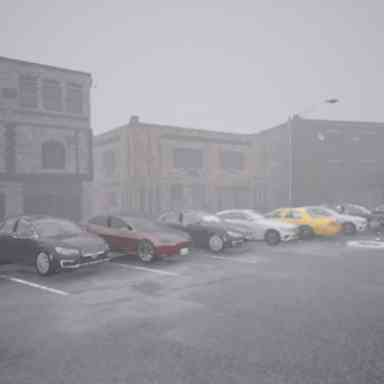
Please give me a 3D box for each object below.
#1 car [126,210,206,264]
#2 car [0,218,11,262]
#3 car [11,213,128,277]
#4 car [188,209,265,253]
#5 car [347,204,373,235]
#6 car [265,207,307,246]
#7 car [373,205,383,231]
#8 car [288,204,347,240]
[{"bbox_3d":[-2.200,1.518,11.990,4.792,1.488,2.163,-1,-1,35],"label":"car"},{"bbox_3d":[-7.027,1.360,8.620,4.553,1.767,2.185,-1,-1,35],"label":"car"},{"bbox_3d":[-4.618,1.487,10.306,4.892,1.521,2.231,-1,-1,35],"label":"car"},{"bbox_3d":[0.160,1.492,13.720,4.892,1.521,2.231,-1,-1,34],"label":"car"},{"bbox_3d":[7.328,1.537,18.824,4.674,1.452,2.002,-1,-1,34],"label":"car"},{"bbox_3d":[2.550,1.533,15.415,4.674,1.452,2.002,-1,-1,35],"label":"car"},{"bbox_3d":[9.713,1.501,20.531,4.892,1.521,2.231,-1,-1,34],"label":"car"},{"bbox_3d":[4.784,1.494,17.217,5.366,1.575,1.946,-1,-1,35],"label":"car"}]
